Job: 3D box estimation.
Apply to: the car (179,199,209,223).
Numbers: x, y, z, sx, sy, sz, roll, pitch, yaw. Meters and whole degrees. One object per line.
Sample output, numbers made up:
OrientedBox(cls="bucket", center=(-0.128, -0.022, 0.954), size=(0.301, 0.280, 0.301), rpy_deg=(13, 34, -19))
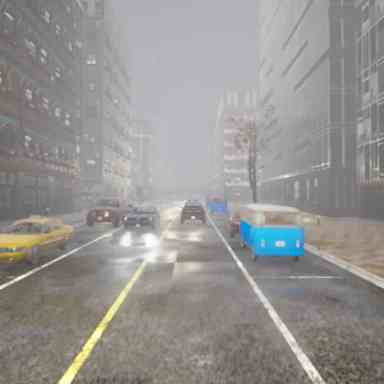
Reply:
OrientedBox(cls="car", center=(0.091, 1.526, 25.795), size=(1.837, 1.490, 4.892), rpy_deg=(0, 0, 0))

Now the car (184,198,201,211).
OrientedBox(cls="car", center=(0.083, 1.581, 42.618), size=(2.033, 1.411, 5.357), rpy_deg=(0, 0, 0))

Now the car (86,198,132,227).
OrientedBox(cls="car", center=(-5.680, 1.333, 23.008), size=(2.192, 1.841, 5.009), rpy_deg=(1, 0, 0))

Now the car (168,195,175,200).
OrientedBox(cls="car", center=(-5.713, 1.604, 94.041), size=(1.752, 1.417, 4.829), rpy_deg=(1, 0, 0))

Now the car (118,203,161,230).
OrientedBox(cls="car", center=(-3.107, 1.617, 21.327), size=(1.895, 1.301, 4.718), rpy_deg=(0, 0, 0))

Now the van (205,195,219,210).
OrientedBox(cls="van", center=(2.690, 1.377, 45.062), size=(1.690, 1.788, 3.998), rpy_deg=(1, 0, 0))

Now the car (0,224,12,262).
OrientedBox(cls="car", center=(-5.677, 1.530, 6.305), size=(1.752, 1.417, 4.829), rpy_deg=(1, 0, 0))

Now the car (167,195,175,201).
OrientedBox(cls="car", center=(-5.711, 1.656, 88.527), size=(1.802, 1.307, 4.206), rpy_deg=(1, 0, 0))

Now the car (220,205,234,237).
OrientedBox(cls="car", center=(2.697, 1.596, 17.520), size=(1.802, 1.307, 4.206), rpy_deg=(1, 0, 0))

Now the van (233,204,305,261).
OrientedBox(cls="van", center=(2.704, 1.351, 12.013), size=(1.690, 1.788, 3.998), rpy_deg=(1, 0, 0))

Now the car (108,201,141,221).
OrientedBox(cls="car", center=(-5.686, 1.567, 28.518), size=(1.887, 1.381, 4.507), rpy_deg=(1, 0, 0))

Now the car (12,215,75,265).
OrientedBox(cls="car", center=(-5.679, 1.535, 11.815), size=(1.752, 1.417, 4.829), rpy_deg=(1, 0, 0))

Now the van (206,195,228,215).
OrientedBox(cls="van", center=(2.695, 1.368, 34.045), size=(1.690, 1.788, 3.998), rpy_deg=(1, 0, 0))
